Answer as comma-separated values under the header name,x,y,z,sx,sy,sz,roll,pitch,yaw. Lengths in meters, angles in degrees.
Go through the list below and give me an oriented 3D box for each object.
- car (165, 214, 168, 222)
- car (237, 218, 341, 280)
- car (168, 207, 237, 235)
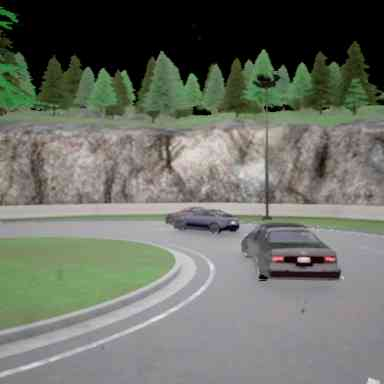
name,x,y,z,sx,sy,sz,roll,pitch,yaw
car,0.062,1.795,24.969,4.181,1.385,1.994,-1,-1,29
car,2.702,1.629,10.140,2.033,1.411,5.357,0,-1,3
car,0.853,1.750,20.513,4.181,1.385,1.994,-1,-1,41
